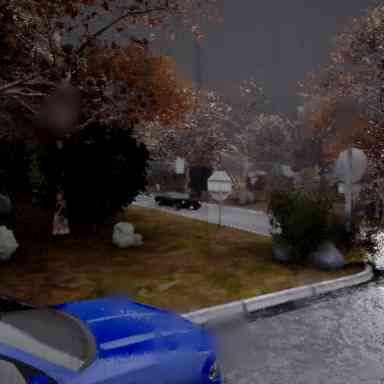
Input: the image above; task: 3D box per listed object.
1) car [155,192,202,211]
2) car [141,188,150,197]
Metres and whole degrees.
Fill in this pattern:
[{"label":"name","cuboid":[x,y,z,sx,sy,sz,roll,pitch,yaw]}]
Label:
[{"label":"car","cuboid":[-1.156,0.717,26.597,1.895,1.301,4.718,2,2,-32]},{"label":"car","cuboid":[-6.884,-0.255,42.346,1.812,1.442,4.674,2,2,-32]}]
